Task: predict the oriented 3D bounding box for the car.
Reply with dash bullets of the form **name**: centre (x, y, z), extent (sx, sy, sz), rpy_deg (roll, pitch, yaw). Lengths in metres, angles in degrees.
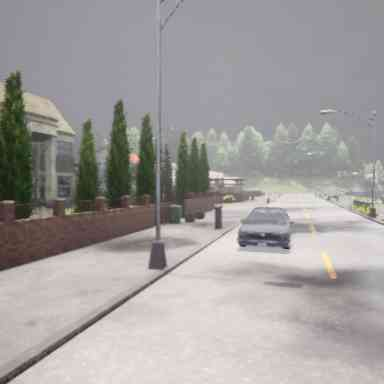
- **car**: centre (3.156, 1.330, 13.691), extent (2.033, 1.411, 5.357), rpy_deg (1, 1, 17)
